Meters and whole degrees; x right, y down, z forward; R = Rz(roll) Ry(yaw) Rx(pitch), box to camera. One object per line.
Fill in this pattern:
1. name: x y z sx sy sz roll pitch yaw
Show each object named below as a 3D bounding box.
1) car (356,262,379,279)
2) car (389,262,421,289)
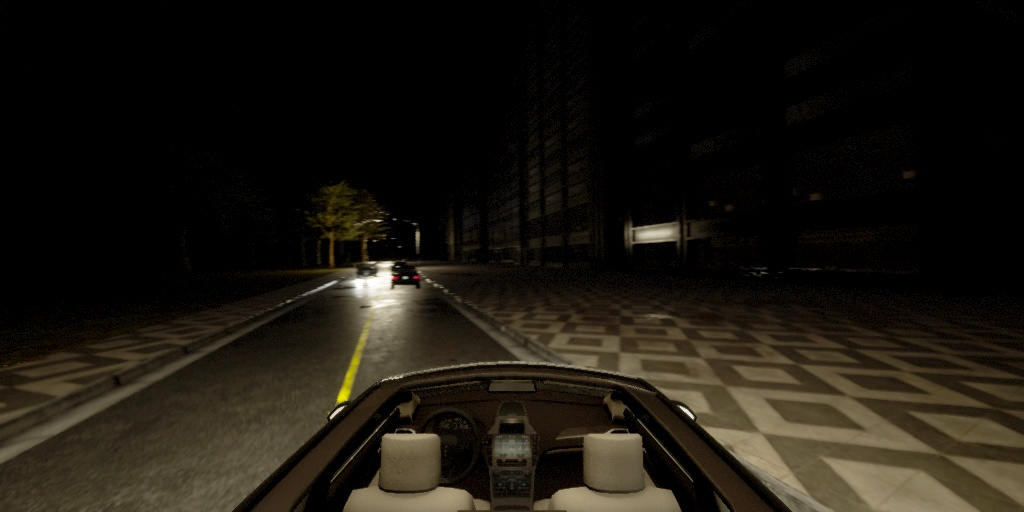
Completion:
1. car: -14.148 1.364 35.256 2.128 1.511 4.902 -1 0 -19
2. car: -7.150 1.362 24.102 2.033 1.411 5.357 -1 0 -16
